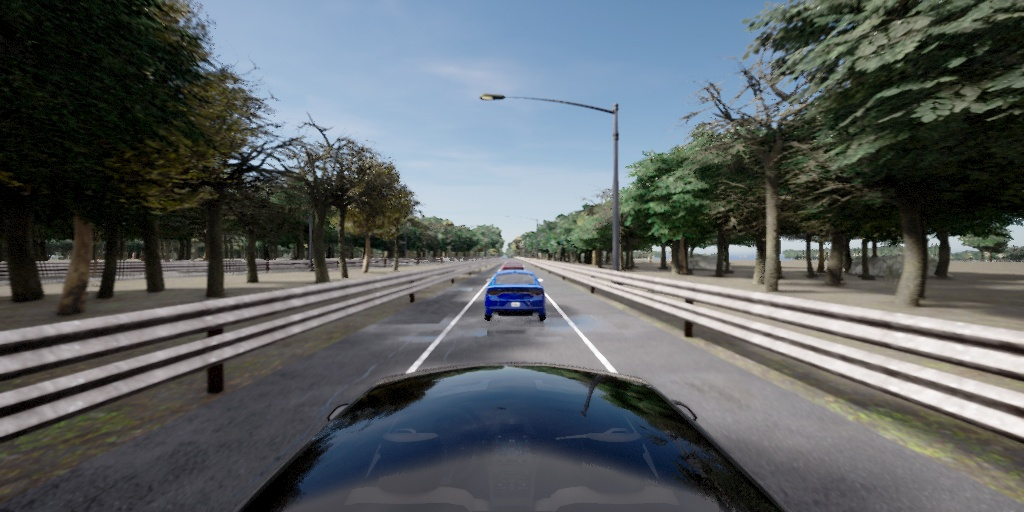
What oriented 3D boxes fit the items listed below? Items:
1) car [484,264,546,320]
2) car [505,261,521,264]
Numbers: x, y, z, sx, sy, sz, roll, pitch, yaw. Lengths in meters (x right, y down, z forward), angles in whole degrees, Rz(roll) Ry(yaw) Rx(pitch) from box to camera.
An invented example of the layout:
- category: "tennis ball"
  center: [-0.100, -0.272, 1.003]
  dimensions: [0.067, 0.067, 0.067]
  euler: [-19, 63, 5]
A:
- category: "car"
  center: [0.101, 1.225, 12.674]
  dimensions: [1.882, 1.535, 5.008]
  euler: [0, 0, 0]
- category: "car"
  center: [0.104, 1.211, 31.102]
  dimensions: [1.882, 1.535, 5.008]
  euler: [0, 0, 0]
